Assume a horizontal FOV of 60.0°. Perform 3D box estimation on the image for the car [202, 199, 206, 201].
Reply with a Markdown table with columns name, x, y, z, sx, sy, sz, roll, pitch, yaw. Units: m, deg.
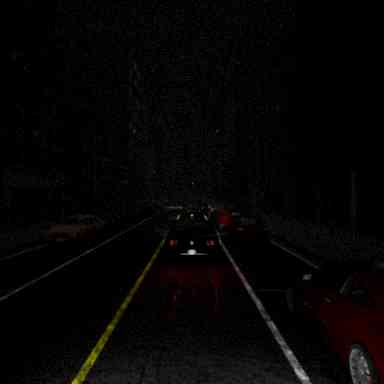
| name | x | y | z | sx | sy | sz | roll | pitch | yaw |
| --- | --- | --- | --- | --- | --- | --- | --- | --- | --- |
| car | 2.634 | 1.969 | 44.561 | 2.008 | 1.369 | 4.403 | 0 | -1 | 0 |

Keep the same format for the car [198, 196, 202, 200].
| name | x | y | z | sx | sy | sz | roll | pitch | yaw |
| --- | --- | --- | --- | --- | --- | --- | --- | --- | --- |
| car | 2.633 | 2.152 | 67.455 | 1.752 | 1.417 | 4.829 | 0 | -1 | 0 |

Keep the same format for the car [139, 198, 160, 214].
| name | x | y | z | sx | sy | sz | roll | pitch | yaw |
| --- | --- | --- | --- | --- | --- | --- | --- | --- | --- |
| car | -5.391 | 1.681 | 38.877 | 2.192 | 1.841 | 5.009 | 0 | -1 | 0 |

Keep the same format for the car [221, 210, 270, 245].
| name | x | y | z | sx | sy | sz | roll | pitch | yaw |
| --- | --- | --- | --- | --- | --- | --- | --- | --- | --- |
| car | 2.635 | 1.739 | 16.155 | 1.802 | 1.307 | 4.206 | 0 | -1 | 0 |

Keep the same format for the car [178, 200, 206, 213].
| name | x | y | z | sx | sy | sz | roll | pitch | yaw |
| --- | --- | --- | --- | --- | --- | --- | --- | --- | --- |
| car | 0.027 | 1.755 | 29.245 | 1.882 | 1.535 | 5.008 | 0 | 0 | 1 |

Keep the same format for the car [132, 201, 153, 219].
| name | x | y | z | sx | sy | sz | roll | pitch | yaw |
| --- | --- | --- | --- | --- | --- | --- | --- | --- | --- |
| car | -5.390 | 1.880 | 33.194 | 1.947 | 1.339 | 4.313 | 0 | -1 | 0 |

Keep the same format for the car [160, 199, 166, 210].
| name | x | y | z | sx | sy | sz | roll | pitch | yaw |
| --- | --- | --- | --- | --- | --- | --- | --- | --- | --- |
| car | -5.391 | 1.910 | 50.239 | 1.967 | 1.590 | 4.097 | 0 | -1 | 0 |

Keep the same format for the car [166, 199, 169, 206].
| name | x | y | z | sx | sy | sz | roll | pitch | yaw |
| --- | --- | --- | --- | --- | --- | --- | --- | --- | --- |
| car | -5.392 | 2.207 | 67.283 | 1.802 | 1.307 | 4.206 | 0 | -1 | 0 |

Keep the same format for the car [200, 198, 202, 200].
| name | x | y | z | sx | sy | sz | roll | pitch | yaw |
| --- | --- | --- | --- | --- | --- | --- | --- | --- | --- |
| car | 2.633 | 2.088 | 55.923 | 1.947 | 1.339 | 4.313 | 0 | -1 | 0 |

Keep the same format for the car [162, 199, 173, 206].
| name | x | y | z | sx | sy | sz | roll | pitch | yaw |
| --- | --- | --- | --- | --- | --- | --- | --- | --- | --- |
| car | -5.392 | 2.227 | 72.964 | 2.008 | 1.369 | 4.403 | 0 | -1 | 0 |

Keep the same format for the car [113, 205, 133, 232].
| name | x | y | z | sx | sy | sz | roll | pitch | yaw |
| --- | --- | --- | --- | --- | --- | --- | --- | --- | --- |
| car | -5.390 | 1.775 | 21.831 | 1.947 | 1.339 | 4.313 | 0 | -1 | 0 |

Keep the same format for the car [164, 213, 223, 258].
| name | x | y | z | sx | sy | sz | roll | pitch | yaw |
| --- | --- | --- | --- | --- | --- | --- | --- | --- | --- |
| car | 0.016 | 1.731 | 13.262 | 1.895 | 1.301 | 4.718 | 0 | -1 | 0 |

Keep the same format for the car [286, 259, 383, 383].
| name | x | y | z | sx | sy | sz | roll | pitch | yaw |
| --- | --- | --- | --- | --- | --- | --- | --- | --- | --- |
| car | 2.636 | 1.631 | 4.793 | 1.802 | 1.307 | 4.206 | 0 | -1 | 0 |

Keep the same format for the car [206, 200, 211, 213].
| name | x | y | z | sx | sy | sz | roll | pitch | yaw |
| --- | --- | --- | --- | --- | --- | --- | --- | --- | --- |
| car | 2.635 | 1.754 | 33.200 | 1.967 | 1.590 | 4.097 | 0 | -1 | 0 |

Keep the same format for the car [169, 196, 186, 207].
| name | x | y | z | sx | sy | sz | roll | pitch | yaw |
| --- | --- | --- | --- | --- | --- | --- | --- | --- | --- |
| car | -2.768 | 1.829 | 65.329 | 2.150 | 2.045 | 5.566 | 0 | 0 | 0 |

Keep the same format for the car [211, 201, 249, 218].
| name | x | y | z | sx | sy | sz | roll | pitch | yaw |
| --- | --- | --- | --- | --- | --- | --- | --- | --- | --- |
| car | 2.635 | 1.525 | 21.839 | 2.192 | 1.841 | 5.009 | 0 | -1 | 0 |

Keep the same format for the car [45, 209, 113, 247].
| name | x | y | z | sx | sy | sz | roll | pitch | yaw |
| --- | --- | --- | --- | --- | --- | --- | --- | --- | --- |
| car | -5.390 | 1.681 | 15.979 | 1.752 | 1.417 | 4.829 | 0 | -1 | 0 |
